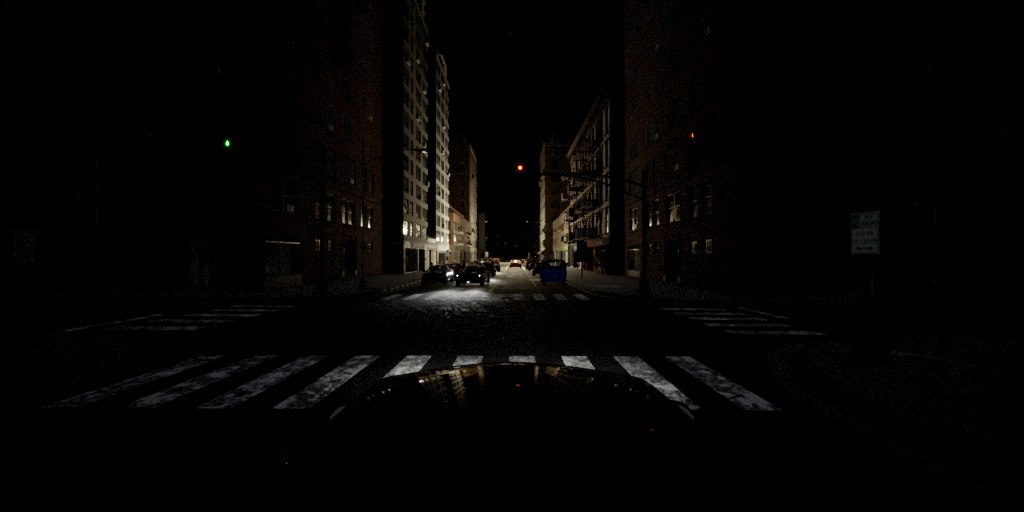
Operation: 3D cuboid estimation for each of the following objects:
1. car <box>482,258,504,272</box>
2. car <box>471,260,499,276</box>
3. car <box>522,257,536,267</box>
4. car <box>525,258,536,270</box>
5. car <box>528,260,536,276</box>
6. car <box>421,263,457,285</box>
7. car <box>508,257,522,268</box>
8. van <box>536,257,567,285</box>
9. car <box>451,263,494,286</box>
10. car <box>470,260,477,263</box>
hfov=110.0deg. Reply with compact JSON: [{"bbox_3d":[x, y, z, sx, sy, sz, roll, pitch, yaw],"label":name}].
[{"bbox_3d":[-2.464,1.309,45.193,1.994,1.385,4.181,0,0,1],"label":"car"},{"bbox_3d":[-2.558,1.348,35.139,1.895,1.301,4.718,0,0,0],"label":"car"},{"bbox_3d":[3.089,1.054,53.764,2.192,1.841,5.009,0,0,1],"label":"car"},{"bbox_3d":[3.039,1.325,48.082,1.802,1.307,4.207,0,0,1],"label":"car"},{"bbox_3d":[2.939,1.329,36.720,1.802,1.307,4.207,0,0,1],"label":"car"},{"bbox_3d":[-5.185,1.299,25.419,2.007,1.370,4.403,0,0,1],"label":"car"},{"bbox_3d":[0.602,1.336,59.039,1.895,1.301,4.718,0,0,1],"label":"car"},{"bbox_3d":[2.840,1.089,25.358,1.690,1.789,3.998,0,0,1],"label":"van"},{"bbox_3d":[-2.658,1.349,25.127,1.895,1.301,4.718,0,0,4],"label":"car"},{"bbox_3d":[-4.987,1.269,47.977,1.751,1.417,4.829,0,0,1],"label":"car"}]
